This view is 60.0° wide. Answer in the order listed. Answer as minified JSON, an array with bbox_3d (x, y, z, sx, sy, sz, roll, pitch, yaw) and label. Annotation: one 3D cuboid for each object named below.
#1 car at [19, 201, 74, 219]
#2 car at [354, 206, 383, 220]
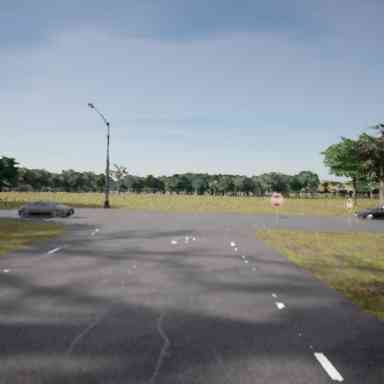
[{"bbox_3d":[-12.014,1.426,27.571,4.181,1.385,1.994,1,1,0],"label":"car"},{"bbox_3d":[19.425,2.212,34.422,4.892,1.490,1.837,0,1,0],"label":"car"}]
